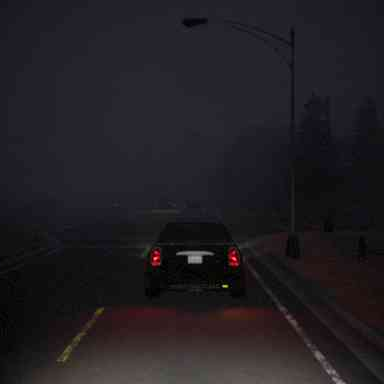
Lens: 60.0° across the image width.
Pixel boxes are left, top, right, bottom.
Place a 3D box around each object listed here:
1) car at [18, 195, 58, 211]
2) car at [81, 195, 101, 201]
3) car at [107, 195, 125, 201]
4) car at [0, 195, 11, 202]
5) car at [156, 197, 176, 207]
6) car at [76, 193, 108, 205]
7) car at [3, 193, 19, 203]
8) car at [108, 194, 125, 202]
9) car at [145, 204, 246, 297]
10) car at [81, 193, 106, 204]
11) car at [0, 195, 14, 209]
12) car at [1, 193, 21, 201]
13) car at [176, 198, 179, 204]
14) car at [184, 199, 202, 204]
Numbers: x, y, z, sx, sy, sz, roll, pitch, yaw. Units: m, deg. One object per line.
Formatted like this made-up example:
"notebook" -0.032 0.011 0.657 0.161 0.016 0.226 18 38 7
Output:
"car" -17.394 1.436 38.232 3.633 1.501 1.845 0 0 0
"car" -25.056 1.416 82.593 4.514 1.523 2.007 0 0 0
"car" -18.006 1.346 78.933 3.806 1.475 1.970 0 0 0
"car" -43.544 1.470 75.608 3.806 1.475 1.970 0 0 0
"car" -3.597 1.407 44.159 2.097 1.767 4.553 0 0 0
"car" -17.263 1.183 56.816 4.605 1.855 1.932 0 0 0
"car" -35.772 1.391 63.192 4.514 1.523 2.007 0 0 0
"car" -17.680 1.259 72.515 5.027 1.636 2.152 0 0 0
"car" 0.079 1.363 8.751 2.097 1.767 4.553 0 0 1
"car" -17.676 1.166 59.721 3.866 1.878 1.905 0 0 0
"car" -24.816 1.450 41.209 3.806 1.475 1.970 0 0 0
"car" -42.934 1.190 78.933 3.866 1.878 1.905 0 0 0
"car" -3.546 1.601 60.874 1.812 1.442 4.674 0 0 1
"car" 0.090 1.539 37.993 2.128 1.511 4.902 0 0 0
